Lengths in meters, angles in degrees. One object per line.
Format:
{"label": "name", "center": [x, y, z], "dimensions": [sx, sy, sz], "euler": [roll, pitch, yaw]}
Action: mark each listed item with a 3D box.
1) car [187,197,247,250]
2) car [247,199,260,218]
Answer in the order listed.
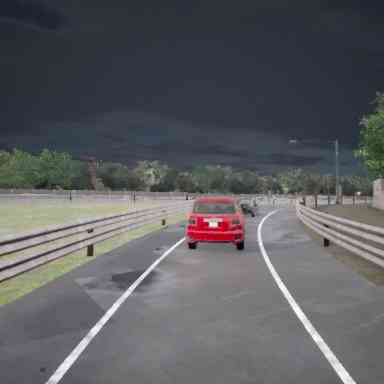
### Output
{"label": "car", "center": [1.177, 1.218, 14.346], "dimensions": [2.150, 2.045, 5.566], "euler": [0, 0, 9]}
{"label": "car", "center": [4.670, 1.340, 28.610], "dimensions": [1.837, 1.490, 4.892], "euler": [-1, 0, 18]}
